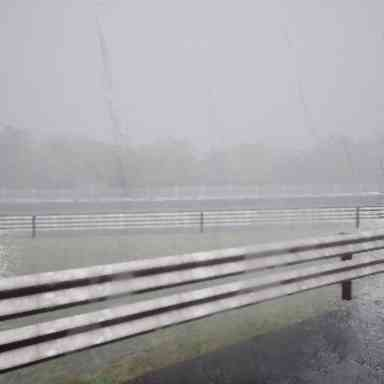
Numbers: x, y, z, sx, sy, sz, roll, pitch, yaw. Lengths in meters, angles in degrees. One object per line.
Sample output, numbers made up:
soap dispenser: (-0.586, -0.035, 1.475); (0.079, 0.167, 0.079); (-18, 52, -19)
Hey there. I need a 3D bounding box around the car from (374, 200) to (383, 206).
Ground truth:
car: (22.026, 1.219, 34.883); (5.357, 1.411, 2.033); (-1, 1, -4)
